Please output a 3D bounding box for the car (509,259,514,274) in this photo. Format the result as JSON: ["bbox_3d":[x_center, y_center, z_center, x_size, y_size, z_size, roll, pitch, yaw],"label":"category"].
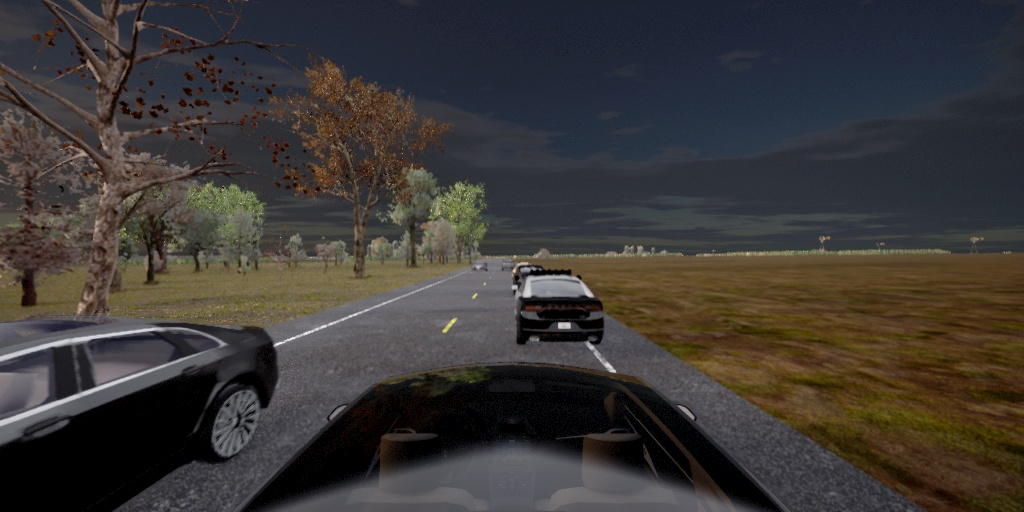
[{"bbox_3d":[0.889,1.173,25.741,1.801,1.575,5.366,0,0,-1],"label":"car"}]

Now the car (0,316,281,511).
[{"bbox_3d":[-3.606,1.240,2.146,2.128,1.511,4.902,0,0,0],"label":"car"}]

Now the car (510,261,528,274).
[{"bbox_3d":[0.950,1.229,19.545,1.837,1.490,4.892,0,0,-1],"label":"car"}]

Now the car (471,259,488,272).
[{"bbox_3d":[-4.047,1.193,45.400,2.128,1.511,4.902,0,0,-1],"label":"car"}]

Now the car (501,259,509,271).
[{"bbox_3d":[-0.472,1.191,48.608,2.128,1.511,4.902,0,0,-1],"label":"car"}]

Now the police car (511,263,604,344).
[{"bbox_3d":[1.020,1.163,9.645,1.930,1.638,5.238,0,0,0],"label":"police car"}]
